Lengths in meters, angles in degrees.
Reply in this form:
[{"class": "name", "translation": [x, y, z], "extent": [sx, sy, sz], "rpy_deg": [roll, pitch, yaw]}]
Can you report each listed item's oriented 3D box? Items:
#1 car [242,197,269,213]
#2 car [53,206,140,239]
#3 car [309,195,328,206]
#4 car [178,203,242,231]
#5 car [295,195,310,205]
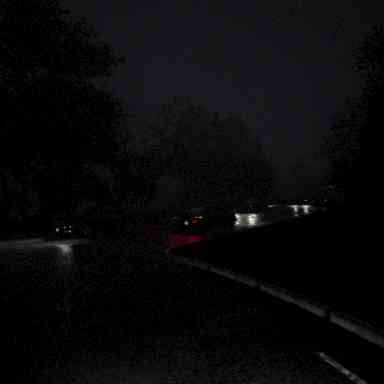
[{"class": "car", "translation": [6.409, 1.336, 34.747], "extent": [1.882, 1.535, 5.008], "rpy_deg": [-1, 0, 34]}, {"class": "car", "translation": [-5.045, 1.573, 18.107], "extent": [1.837, 1.490, 4.892], "rpy_deg": [0, 0, 39]}, {"class": "car", "translation": [17.889, 1.181, 45.300], "extent": [1.812, 1.442, 4.674], "rpy_deg": [-1, 0, 34]}, {"class": "car", "translation": [0.999, 1.489, 20.233], "extent": [1.812, 1.442, 4.674], "rpy_deg": [-1, 0, 35]}, {"class": "car", "translation": [17.051, 1.229, 50.430], "extent": [1.837, 1.490, 4.892], "rpy_deg": [-1, 0, 34]}]
